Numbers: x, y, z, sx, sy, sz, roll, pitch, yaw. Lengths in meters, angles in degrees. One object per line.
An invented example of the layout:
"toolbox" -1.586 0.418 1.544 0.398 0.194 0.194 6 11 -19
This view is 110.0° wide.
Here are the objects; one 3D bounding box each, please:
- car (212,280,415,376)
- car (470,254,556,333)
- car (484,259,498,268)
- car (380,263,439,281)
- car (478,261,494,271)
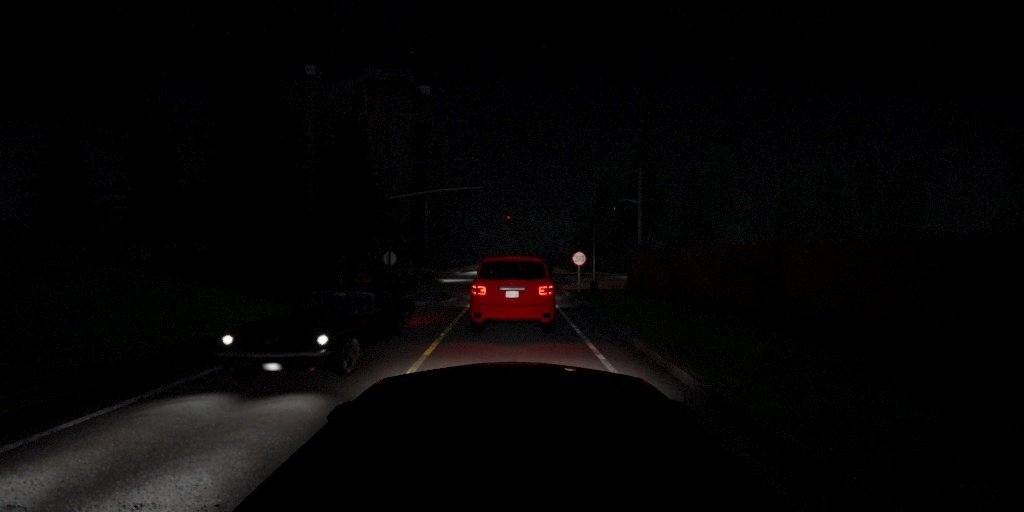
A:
"car" -3.578 1.351 7.573 1.895 1.301 4.718 0 0 0
"car" 0.055 0.971 10.914 2.150 2.045 5.566 0 0 1
"car" -3.491 1.297 60.722 2.033 1.411 5.357 0 0 0
"car" -8.263 1.288 28.982 4.674 1.442 1.812 0 0 -7
"car" -3.529 1.351 50.086 1.895 1.301 4.718 0 0 0
